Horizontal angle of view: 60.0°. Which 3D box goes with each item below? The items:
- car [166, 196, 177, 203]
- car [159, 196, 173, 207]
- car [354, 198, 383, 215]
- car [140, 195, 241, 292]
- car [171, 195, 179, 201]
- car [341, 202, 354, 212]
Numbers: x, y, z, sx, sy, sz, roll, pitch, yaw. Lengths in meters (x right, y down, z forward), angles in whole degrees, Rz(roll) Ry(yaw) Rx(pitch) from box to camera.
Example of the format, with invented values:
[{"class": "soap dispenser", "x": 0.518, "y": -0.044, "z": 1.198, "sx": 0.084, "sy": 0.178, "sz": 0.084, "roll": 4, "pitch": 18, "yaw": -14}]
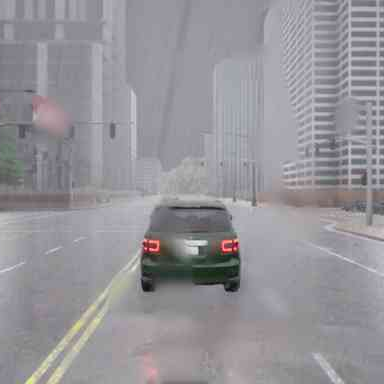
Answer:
[{"class": "car", "x": -4.122, "y": 1.523, "z": 67.721, "sx": 1.812, "sy": 1.442, "sz": 4.674, "roll": 0, "pitch": 0, "yaw": 0}, {"class": "car", "x": -4.056, "y": 1.500, "z": 52.537, "sx": 1.837, "sy": 1.490, "sz": 4.892, "roll": 0, "pitch": 1, "yaw": 0}, {"class": "car", "x": 19.394, "y": 1.562, "z": 33.933, "sx": 4.181, "sy": 1.385, "sz": 1.994, "roll": 0, "pitch": 0, "yaw": -1}, {"class": "car", "x": -0.027, "y": 1.221, "z": 9.056, "sx": 2.150, "sy": 2.045, "sz": 5.566, "roll": 0, "pitch": 0, "yaw": 0}, {"class": "car", "x": -4.248, "y": 1.464, "z": 82.671, "sx": 1.882, "sy": 1.535, "sz": 5.008, "roll": 0, "pitch": 0, "yaw": -1}, {"class": "car", "x": 19.368, "y": 1.503, "z": 37.434, "sx": 4.892, "sy": 1.490, "sz": 1.837, "roll": 0, "pitch": 0, "yaw": -1}]
